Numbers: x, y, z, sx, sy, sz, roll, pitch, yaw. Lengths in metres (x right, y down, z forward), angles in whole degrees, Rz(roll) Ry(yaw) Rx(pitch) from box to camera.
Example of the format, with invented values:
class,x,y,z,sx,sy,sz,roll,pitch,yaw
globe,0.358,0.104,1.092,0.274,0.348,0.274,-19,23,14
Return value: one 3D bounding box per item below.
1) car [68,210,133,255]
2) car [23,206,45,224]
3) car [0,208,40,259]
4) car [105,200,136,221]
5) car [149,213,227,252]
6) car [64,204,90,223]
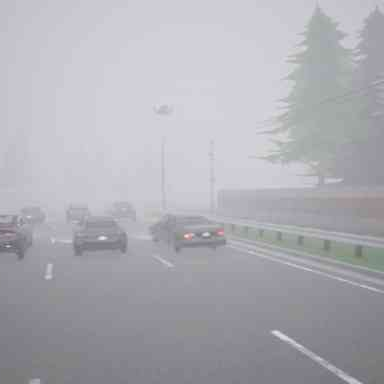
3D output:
class,x,y,z,sx,sy,sz,roll,pitch,yaw
car,-3.991,1.670,13.988,1.994,1.385,4.181,0,0,-21
car,-12.927,1.819,26.677,1.994,1.385,4.181,0,0,-23
car,-7.263,1.624,12.749,2.128,1.511,4.902,0,0,-21
car,-6.357,1.553,29.186,2.097,1.767,4.553,0,0,-22
car,-0.411,1.620,14.449,2.033,1.411,5.357,0,0,-22
car,-9.640,1.721,27.957,2.128,1.511,4.902,0,0,-23
